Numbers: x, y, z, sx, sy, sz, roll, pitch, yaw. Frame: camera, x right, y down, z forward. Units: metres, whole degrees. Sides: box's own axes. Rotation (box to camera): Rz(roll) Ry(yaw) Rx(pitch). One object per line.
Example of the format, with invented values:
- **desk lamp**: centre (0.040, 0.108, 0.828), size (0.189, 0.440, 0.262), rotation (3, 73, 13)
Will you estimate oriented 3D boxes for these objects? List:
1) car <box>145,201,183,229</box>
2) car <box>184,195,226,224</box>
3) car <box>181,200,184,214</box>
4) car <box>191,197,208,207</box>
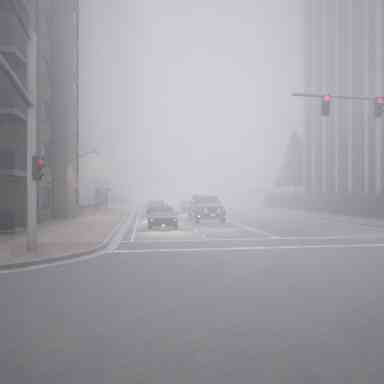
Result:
- **car**: centre (-2.022, 1.547, 21.870), size (2.033, 1.411, 5.357), rotation (0, 0, -8)
- **car**: centre (1.023, 1.221, 25.369), size (2.150, 2.045, 5.566), rotation (0, 0, -8)
- **car**: centre (-0.438, 1.547, 35.909), size (2.033, 1.411, 5.357), rotation (0, 0, -8)
- **car**: centre (1.097, 1.564, 51.038), size (1.994, 1.385, 4.181), rotation (0, 0, -8)
